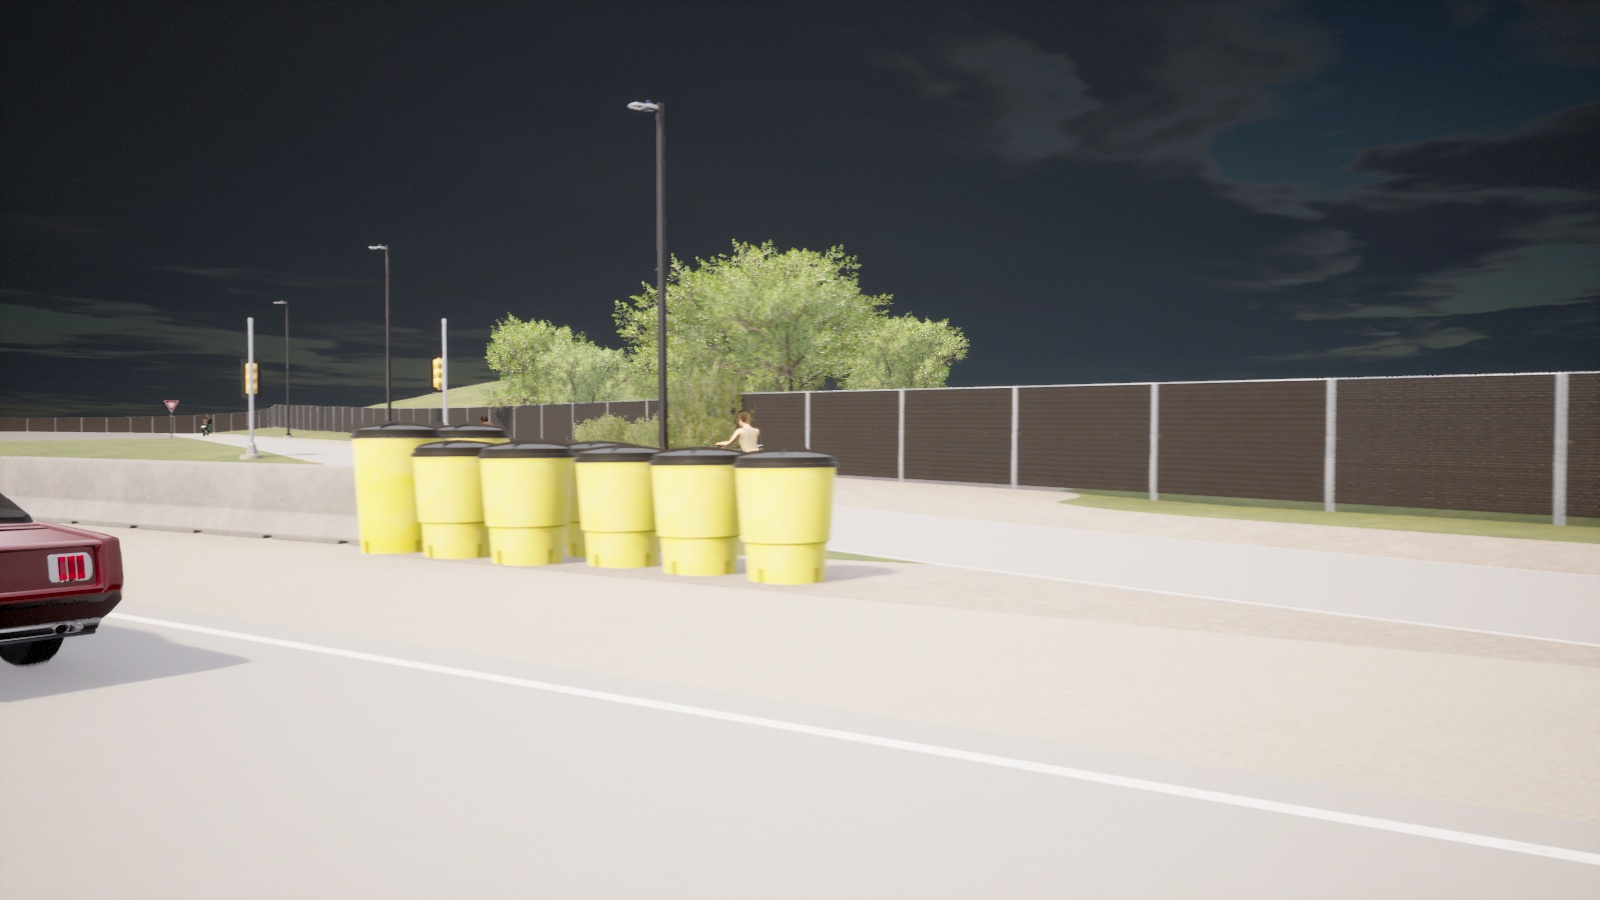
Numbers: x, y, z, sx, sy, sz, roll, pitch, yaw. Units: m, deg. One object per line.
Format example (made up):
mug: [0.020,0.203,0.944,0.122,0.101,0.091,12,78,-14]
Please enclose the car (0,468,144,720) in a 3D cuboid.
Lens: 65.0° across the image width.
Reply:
car: [-6.318,0.785,7.823,4.718,1.301,1.895,0,1,34]
